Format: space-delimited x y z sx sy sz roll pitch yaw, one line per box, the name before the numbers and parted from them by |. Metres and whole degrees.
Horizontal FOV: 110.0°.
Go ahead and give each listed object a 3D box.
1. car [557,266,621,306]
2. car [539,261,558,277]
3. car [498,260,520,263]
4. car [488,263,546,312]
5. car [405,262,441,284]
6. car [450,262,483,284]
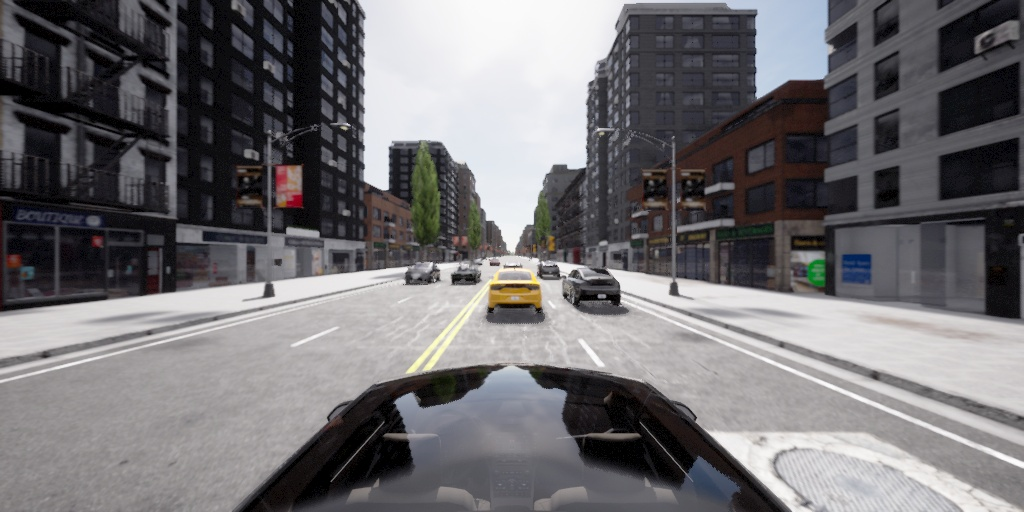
car | 3.353 1.249 15.788 1.837 1.490 4.892 0 0 0
car | 3.358 1.217 33.673 2.128 1.511 4.902 0 0 0
car | 0.102 1.218 33.681 2.128 1.511 4.902 0 0 0
car | 0.102 1.223 14.191 1.882 1.535 5.008 0 0 0
car | -6.591 1.227 26.944 2.128 1.511 4.902 0 0 0
car | -3.343 1.336 26.681 1.895 1.301 4.718 0 0 0
